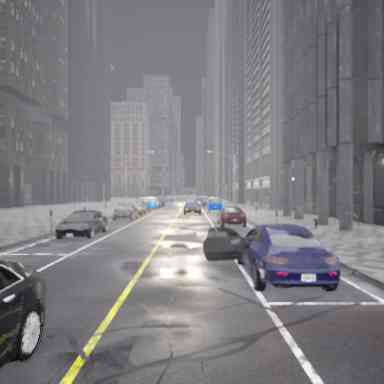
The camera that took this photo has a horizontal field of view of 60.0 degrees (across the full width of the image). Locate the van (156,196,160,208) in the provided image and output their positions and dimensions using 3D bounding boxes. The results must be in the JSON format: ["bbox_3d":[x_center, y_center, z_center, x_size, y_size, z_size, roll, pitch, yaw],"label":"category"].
[{"bbox_3d":[-5.794,1.596,46.097,1.690,1.788,3.998,0,0,0],"label":"van"}]

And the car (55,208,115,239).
[{"bbox_3d":[-5.775,1.665,17.893,1.947,1.339,4.313,0,0,0],"label":"car"}]

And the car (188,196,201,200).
[{"bbox_3d":[-0.011,1.736,46.590,1.882,1.535,5.008,0,0,0],"label":"car"}]

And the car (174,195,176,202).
[{"bbox_3d":[-5.817,2.015,85.582,1.887,1.381,4.507,0,0,0],"label":"car"}]

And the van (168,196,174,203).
[{"bbox_3d":[-5.815,1.781,79.943,1.690,1.788,3.998,0,0,0],"label":"van"}]

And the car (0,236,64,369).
[{"bbox_3d":[-3.100,1.523,3.164,1.837,1.490,4.892,0,0,0],"label":"car"}]

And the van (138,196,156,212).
[{"bbox_3d":[-5.790,1.565,40.457,1.690,1.788,3.998,0,0,0],"label":"van"}]

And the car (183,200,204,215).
[{"bbox_3d":[0.053,1.802,36.322,1.895,1.301,4.718,0,0,0],"label":"car"}]

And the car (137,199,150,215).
[{"bbox_3d":[-5.786,1.717,34.645,1.752,1.417,4.829,0,0,0],"label":"car"}]

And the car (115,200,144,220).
[{"bbox_3d":[-5.782,1.713,29.174,2.008,1.369,4.403,0,0,0],"label":"car"}]

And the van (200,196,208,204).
[{"bbox_3d":[2.714,1.750,74.310,1.690,1.788,3.998,0,0,0],"label":"van"}]

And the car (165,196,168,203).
[{"bbox_3d":[-5.801,1.632,57.379,2.192,1.841,5.009,0,0,0],"label":"car"}]

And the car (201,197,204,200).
[{"bbox_3d":[2.726,1.899,57.387,1.802,1.307,4.206,0,0,0],"label":"car"}]

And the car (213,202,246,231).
[{"bbox_3d":[2.746,1.676,23.544,1.887,1.381,4.507,0,0,0],"label":"car"}]

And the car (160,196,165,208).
[{"bbox_3d":[-5.797,1.726,51.737,1.967,1.590,4.097,0,0,0],"label":"car"}]

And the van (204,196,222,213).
[{"bbox_3d":[2.735,1.565,40.467,1.690,1.788,3.998,0,0,0],"label":"van"}]

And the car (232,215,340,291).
[{"bbox_3d":[2.348,1.576,9.007,1.812,1.442,4.674,0,0,0],"label":"car"}]
